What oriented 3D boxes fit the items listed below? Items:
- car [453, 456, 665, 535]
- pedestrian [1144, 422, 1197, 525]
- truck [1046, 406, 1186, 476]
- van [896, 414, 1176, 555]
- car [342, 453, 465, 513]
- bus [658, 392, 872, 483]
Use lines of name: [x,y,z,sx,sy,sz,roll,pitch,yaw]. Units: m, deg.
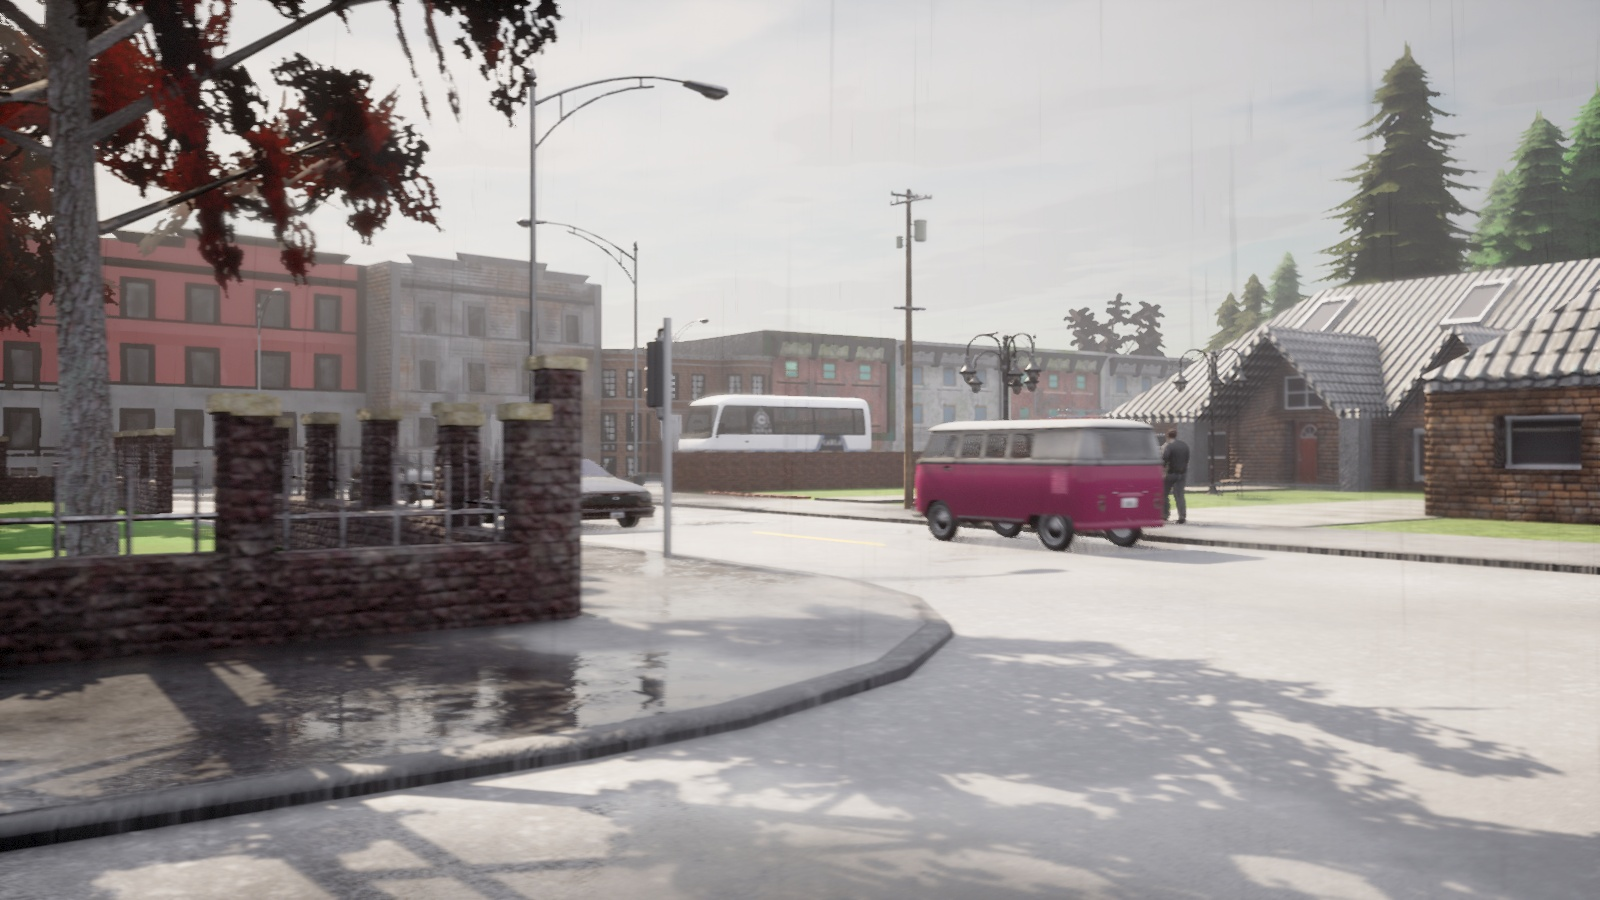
car: [-4.967,0.828,25.235,2.033,1.411,5.357,0,0,-37]
pedestrian: [6.956,0.429,23.592,0.563,1.883,0.849,0,0,-19]
truck: [18.225,-0.483,72.119,8.468,3.827,2.891,0,0,-35]
van: [3.614,0.488,20.043,1.775,1.987,4.442,0,0,-34]
car: [-10.554,0.826,33.234,1.816,1.474,4.193,0,0,-37]
bus: [-1.636,-0.598,63.215,10.273,4.253,3.944,0,0,-35]
